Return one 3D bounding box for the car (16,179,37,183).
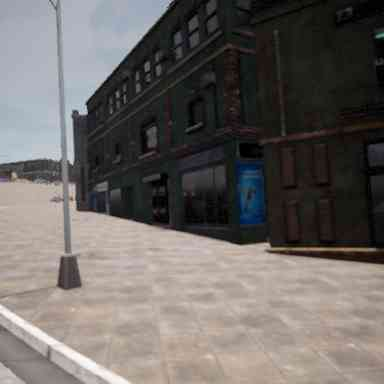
[{"bbox_3d":[-42.386,-2.439,83.501,2.097,1.535,5.008,-5,-3,28],"label":"car"}]

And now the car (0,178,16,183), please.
[{"bbox_3d":[-44.992,-2.481,78.603,2.002,1.452,4.674,-5,-3,29],"label":"car"}]

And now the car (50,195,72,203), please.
[{"bbox_3d":[-25.111,1.289,63.790,1.882,1.535,5.008,-4,0,15],"label":"car"}]
